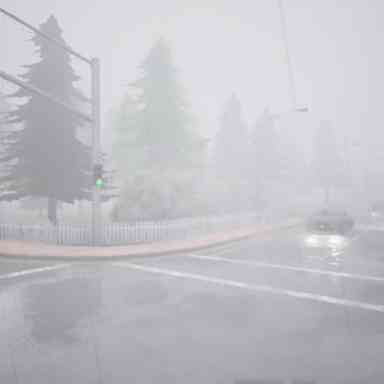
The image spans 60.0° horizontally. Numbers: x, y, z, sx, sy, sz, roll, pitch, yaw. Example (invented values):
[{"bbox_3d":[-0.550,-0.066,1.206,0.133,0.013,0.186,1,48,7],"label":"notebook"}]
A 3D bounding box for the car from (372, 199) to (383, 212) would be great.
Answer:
[{"bbox_3d":[22.826,1.577,39.753,1.882,1.535,5.008,-1,0,36],"label":"car"}]

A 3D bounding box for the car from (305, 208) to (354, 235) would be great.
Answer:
[{"bbox_3d":[8.175,1.653,19.580,1.994,1.385,4.181,-1,0,36],"label":"car"}]
